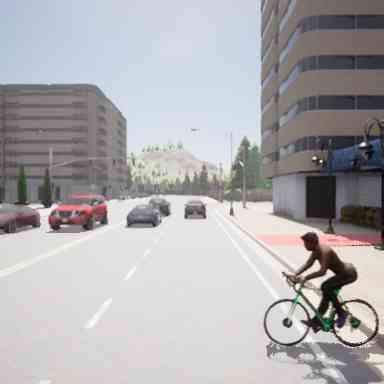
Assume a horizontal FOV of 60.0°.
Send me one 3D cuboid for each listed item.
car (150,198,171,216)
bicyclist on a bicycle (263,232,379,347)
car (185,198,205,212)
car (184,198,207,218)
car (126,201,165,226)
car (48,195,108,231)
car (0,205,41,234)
[{"bbox_3d":[-3.133,1.317,31.595,2.097,1.767,4.553,0,0,0],"label":"car"},{"bbox_3d":[1.836,1.397,4.728,1.656,1.620,0.582,0,0,1],"label":"bicyclist on a bicycle"},{"bbox_3d":[0.332,1.449,38.943,2.128,1.511,4.902,0,0,1],"label":"car"},{"bbox_3d":[0.302,1.473,29.583,1.837,1.490,4.892,0,0,1],"label":"car"},{"bbox_3d":[-3.210,1.538,22.920,1.994,1.385,4.181,0,0,1],"label":"car"},{"bbox_3d":[-6.850,1.203,20.755,2.150,2.045,5.566,0,0,1],"label":"car"},{"bbox_3d":[-10.384,1.504,19.120,1.812,1.442,4.674,0,0,1],"label":"car"}]
